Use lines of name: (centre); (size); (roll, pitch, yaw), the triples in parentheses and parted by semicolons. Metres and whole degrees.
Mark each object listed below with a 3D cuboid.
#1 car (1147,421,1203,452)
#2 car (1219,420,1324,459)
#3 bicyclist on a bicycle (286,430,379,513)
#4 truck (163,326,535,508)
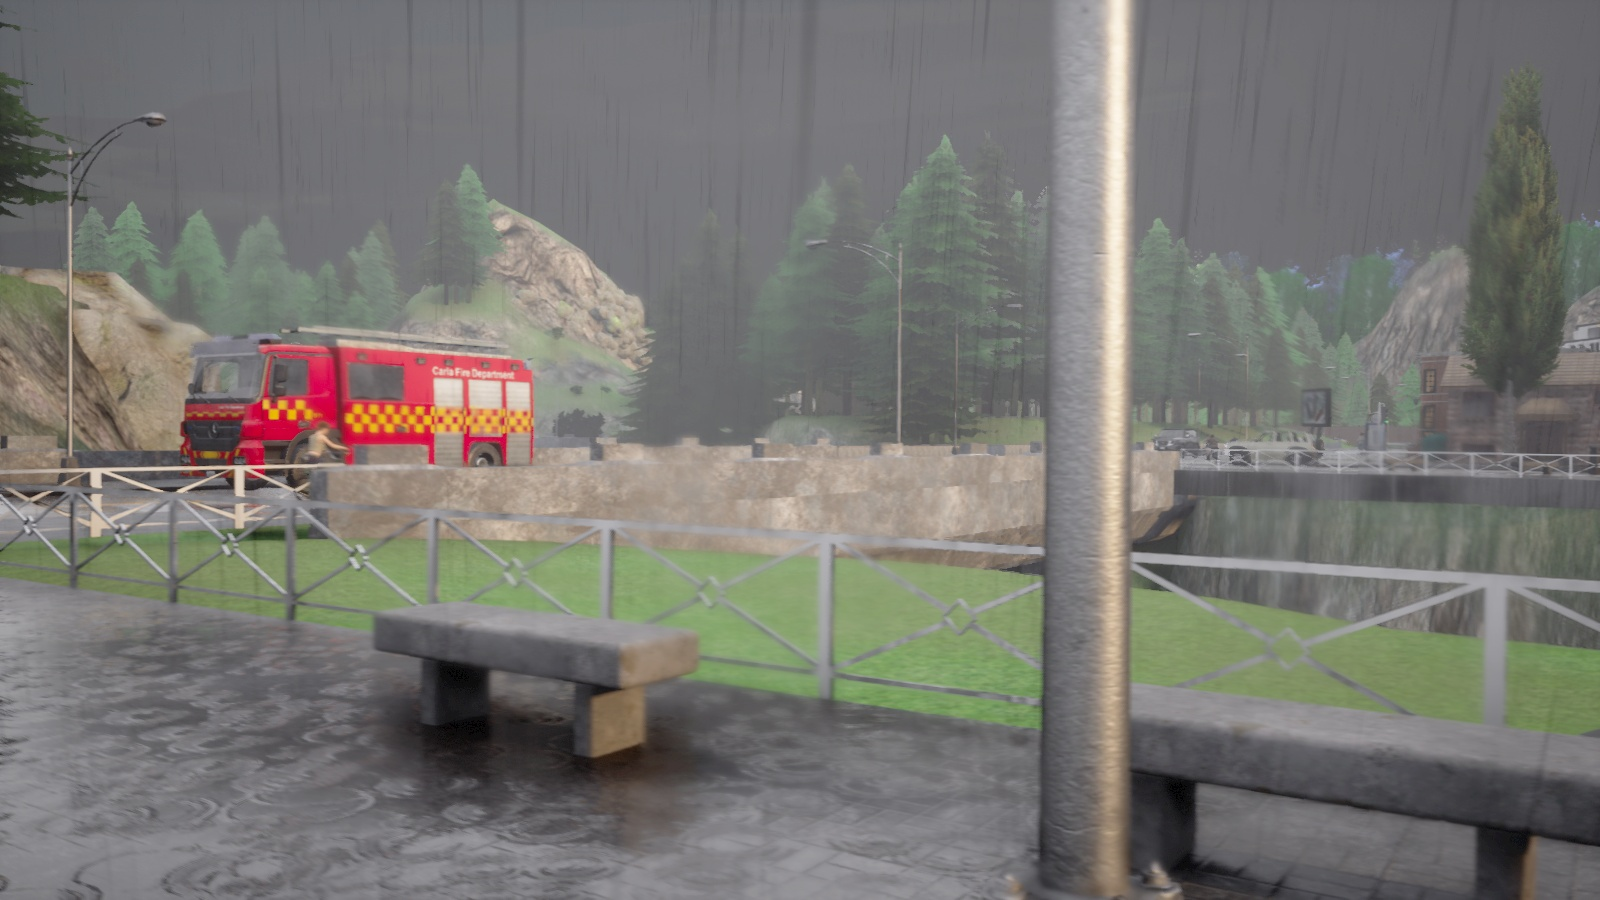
car: (25.463, -0.941, 85.064); (2.150, 2.045, 5.566); (0, 1, 33)
car: (23.458, -0.519, 62.534); (4.605, 1.855, 1.932); (0, 1, 31)
bicyclist on a bicycle: (-9.419, 0.408, 25.326); (0.866, 1.612, 1.509); (0, 1, 33)
truck: (-10.640, -0.756, 30.733); (2.891, 3.827, 8.468); (0, 1, 34)
